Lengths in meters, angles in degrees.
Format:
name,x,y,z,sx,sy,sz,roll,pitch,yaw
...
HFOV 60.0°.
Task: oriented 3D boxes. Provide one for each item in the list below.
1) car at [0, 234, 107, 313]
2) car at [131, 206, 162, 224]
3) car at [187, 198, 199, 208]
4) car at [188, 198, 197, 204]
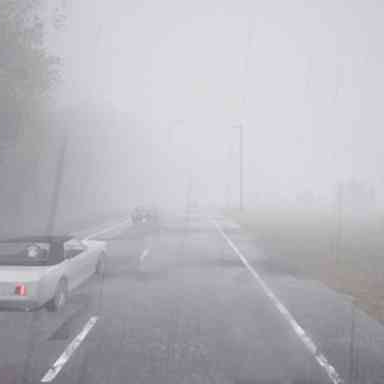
name,x,y,z,sx,sy,sz,roll,pitch,yaw
car,-3.396,1.636,7.690,1.895,1.301,4.718,0,0,0
car,-3.383,1.718,25.795,1.895,1.301,4.718,0,0,0
car,0.137,1.811,53.789,1.994,1.385,4.181,0,0,0
car,0.054,1.933,72.943,1.895,1.301,4.718,0,0,0
